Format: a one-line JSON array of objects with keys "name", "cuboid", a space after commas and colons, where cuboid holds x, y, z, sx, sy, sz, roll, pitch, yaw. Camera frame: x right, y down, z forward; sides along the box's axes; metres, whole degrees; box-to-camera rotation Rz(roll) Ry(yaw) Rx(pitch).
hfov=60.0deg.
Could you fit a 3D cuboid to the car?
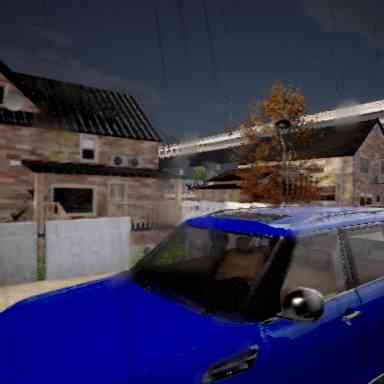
[{"name": "car", "cuboid": [0.785, 1.219, 3.632, 5.566, 2.045, 2.150, 0, 0, -36]}]
